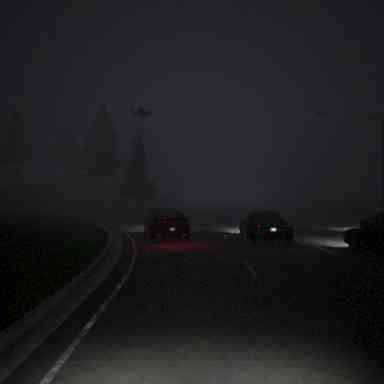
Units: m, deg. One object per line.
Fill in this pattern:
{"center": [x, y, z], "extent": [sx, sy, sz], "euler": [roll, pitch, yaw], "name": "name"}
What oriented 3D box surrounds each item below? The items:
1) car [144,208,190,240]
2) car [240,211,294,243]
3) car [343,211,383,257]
{"center": [-1.441, 1.555, 17.572], "extent": [1.882, 1.535, 5.008], "euler": [0, 0, -13], "name": "car"}
{"center": [3.596, 1.638, 16.656], "extent": [1.994, 1.385, 4.181], "euler": [0, 0, 0], "name": "car"}
{"center": [7.094, 1.597, 11.195], "extent": [2.033, 1.411, 5.357], "euler": [0, 0, 0], "name": "car"}
